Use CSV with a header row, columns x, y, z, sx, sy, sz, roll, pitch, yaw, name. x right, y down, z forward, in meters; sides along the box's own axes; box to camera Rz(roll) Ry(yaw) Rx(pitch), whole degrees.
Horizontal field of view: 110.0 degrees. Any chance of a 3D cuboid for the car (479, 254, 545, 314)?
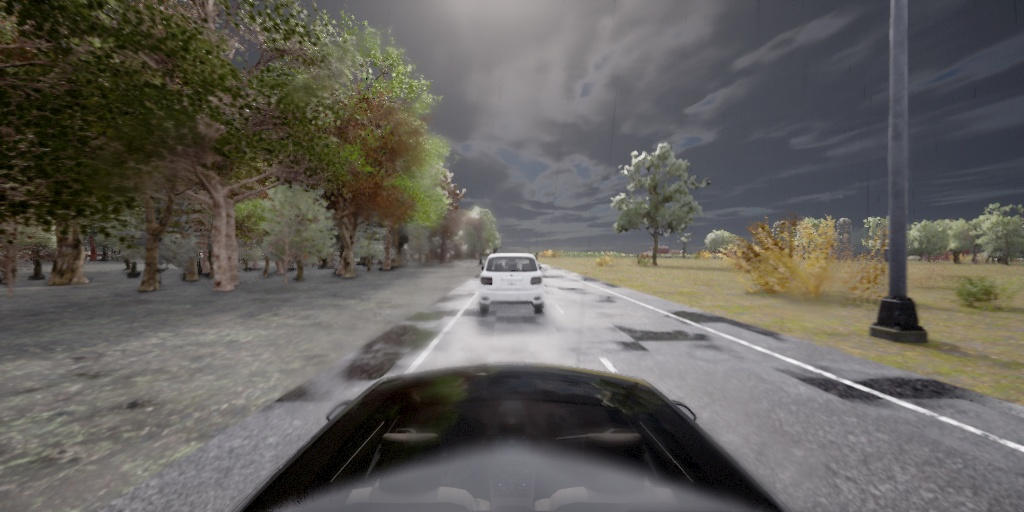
x,y,z,sx,sy,sz,roll,pitch,yaw,name
-0.018,0.938,13.650,2.150,2.045,5.566,0,0,0,car
